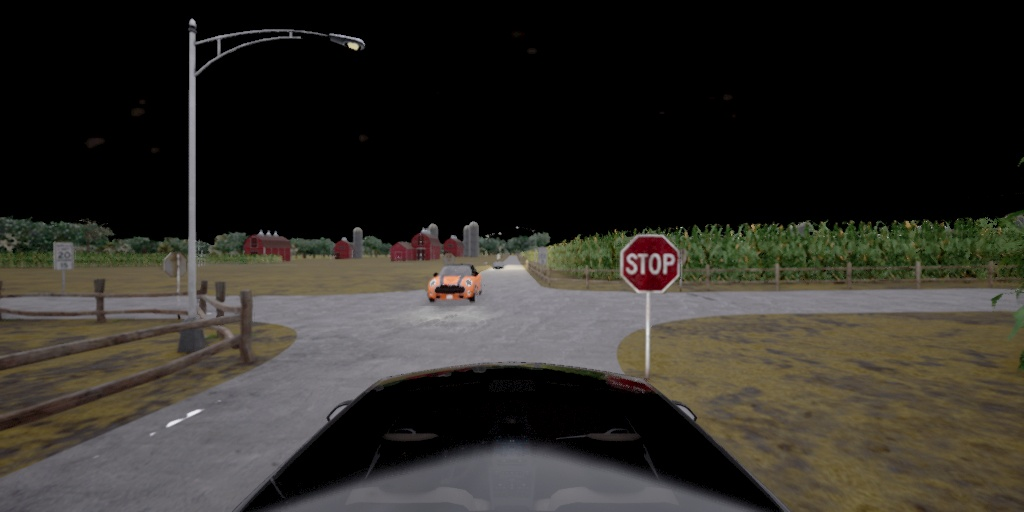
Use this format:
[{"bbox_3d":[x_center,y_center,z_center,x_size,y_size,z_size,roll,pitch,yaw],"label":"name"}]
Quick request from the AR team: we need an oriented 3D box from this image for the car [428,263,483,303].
[{"bbox_3d":[-2.649,1.148,17.502,2.097,1.767,4.553,-1,0,0],"label":"car"}]

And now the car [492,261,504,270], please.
[{"bbox_3d":[-2.333,1.639,61.119,1.837,1.490,4.892,0,1,0],"label":"car"}]
